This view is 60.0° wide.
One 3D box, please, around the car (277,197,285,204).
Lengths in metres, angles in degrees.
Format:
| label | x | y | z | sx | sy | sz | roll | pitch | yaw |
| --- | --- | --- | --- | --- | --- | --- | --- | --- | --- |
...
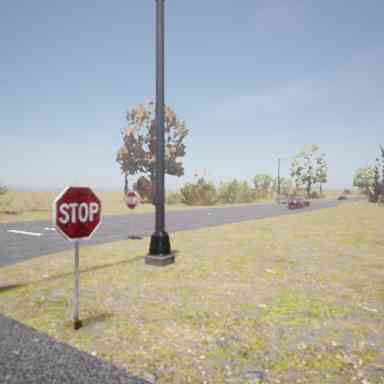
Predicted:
| label | x | y | z | sx | sy | sz | roll | pitch | yaw |
| --- | --- | --- | --- | --- | --- | --- | --- | --- | --- |
| car | 18.250 | 1.698 | 65.203 | 2.128 | 1.511 | 4.902 | 0 | 0 | 35 |

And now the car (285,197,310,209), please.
| label | x | y | z | sx | sy | sz | roll | pitch | yaw |
| --- | --- | --- | --- | --- | --- | --- | --- | --- | --- |
| car | 16.059 | 1.517 | 49.655 | 2.097 | 1.767 | 4.553 | 0 | 0 | 34 |
